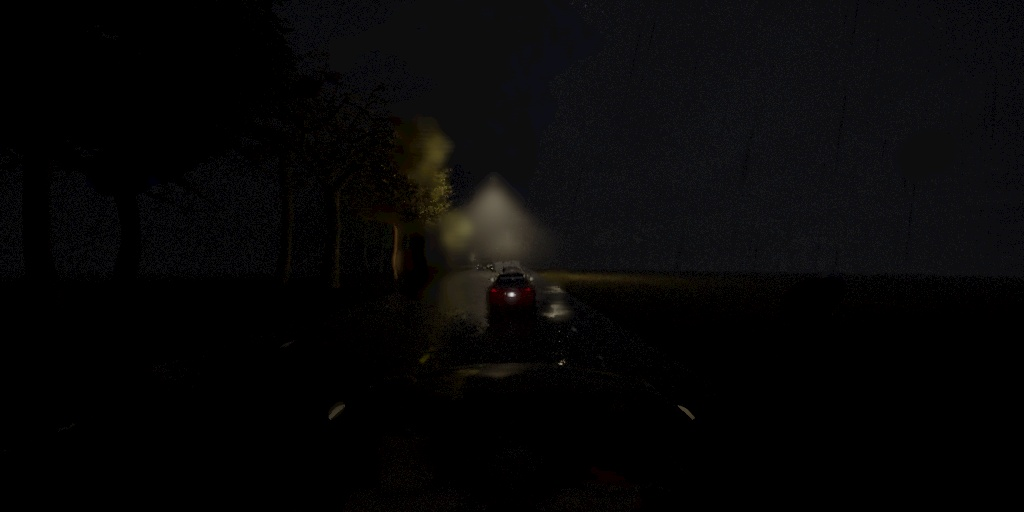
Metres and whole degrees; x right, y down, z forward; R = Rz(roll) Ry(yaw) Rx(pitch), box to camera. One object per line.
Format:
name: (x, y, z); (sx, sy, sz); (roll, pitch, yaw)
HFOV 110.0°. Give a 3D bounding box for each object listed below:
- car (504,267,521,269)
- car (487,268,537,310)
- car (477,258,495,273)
car: (0.039, 1.549, 30.070); (1.895, 1.301, 4.718); (0, 0, 0)
car: (0.009, 1.416, 15.319); (1.994, 1.385, 4.181); (-2, 0, 0)
car: (-3.517, 1.249, 50.005); (2.150, 2.045, 5.566); (0, 0, 0)
